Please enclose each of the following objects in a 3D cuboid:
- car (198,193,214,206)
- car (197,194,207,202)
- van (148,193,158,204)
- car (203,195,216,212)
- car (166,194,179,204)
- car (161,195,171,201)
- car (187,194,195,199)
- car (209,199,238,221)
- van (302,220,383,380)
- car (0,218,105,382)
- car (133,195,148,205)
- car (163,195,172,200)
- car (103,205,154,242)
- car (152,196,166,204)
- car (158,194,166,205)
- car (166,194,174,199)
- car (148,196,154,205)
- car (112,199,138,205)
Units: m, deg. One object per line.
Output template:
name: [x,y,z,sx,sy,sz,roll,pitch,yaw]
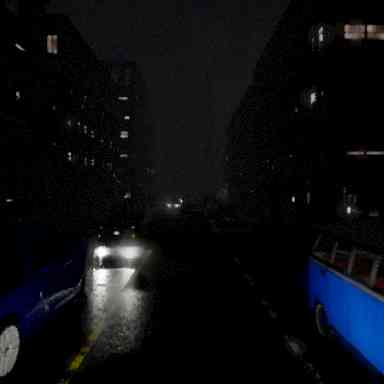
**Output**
car: [2.499,1.183,48.723,2.192,1.841,5.009,-1,0,0]
car: [2.090,1.266,70.951,1.801,1.575,5.366,0,0,0]
van: [-5.827,1.226,43.118,1.690,1.788,3.998,-1,0,0]
car: [2.543,1.422,37.689,1.752,1.417,4.829,-1,0,0]
car: [-3.266,1.408,57.818,1.994,1.385,4.181,0,0,0]
car: [-5.982,1.379,76.731,1.802,1.307,4.206,-1,0,0]
car: [-0.324,1.132,88.468,1.994,1.385,4.181,0,0,0]
car: [2.585,1.510,26.316,1.802,1.307,4.206,-1,0,0]
van: [2.665,1.330,3.906,1.690,1.788,3.998,-1,0,0]
car: [-3.119,1.463,5.588,1.882,1.535,5.008,0,0,0]
car: [-5.784,1.355,31.915,1.967,1.590,4.097,-1,0,0]
car: [-6.002,1.364,82.333,1.802,1.307,4.206,-1,0,0]
car: [-3.136,1.521,15.859,1.994,1.385,4.181,0,0,1]
car: [-5.927,1.391,59.925,2.008,1.369,4.403,-1,0,0]
car: [-5.892,1.170,54.322,2.192,1.841,5.009,-1,0,0]
car: [-6.044,1.304,93.537,2.008,1.369,4.403,-1,0,0]
car: [-5.804,1.451,37.517,2.008,1.369,4.403,-1,0,0]
car: [-5.762,1.512,26.314,1.802,1.307,4.206,-1,0,0]
